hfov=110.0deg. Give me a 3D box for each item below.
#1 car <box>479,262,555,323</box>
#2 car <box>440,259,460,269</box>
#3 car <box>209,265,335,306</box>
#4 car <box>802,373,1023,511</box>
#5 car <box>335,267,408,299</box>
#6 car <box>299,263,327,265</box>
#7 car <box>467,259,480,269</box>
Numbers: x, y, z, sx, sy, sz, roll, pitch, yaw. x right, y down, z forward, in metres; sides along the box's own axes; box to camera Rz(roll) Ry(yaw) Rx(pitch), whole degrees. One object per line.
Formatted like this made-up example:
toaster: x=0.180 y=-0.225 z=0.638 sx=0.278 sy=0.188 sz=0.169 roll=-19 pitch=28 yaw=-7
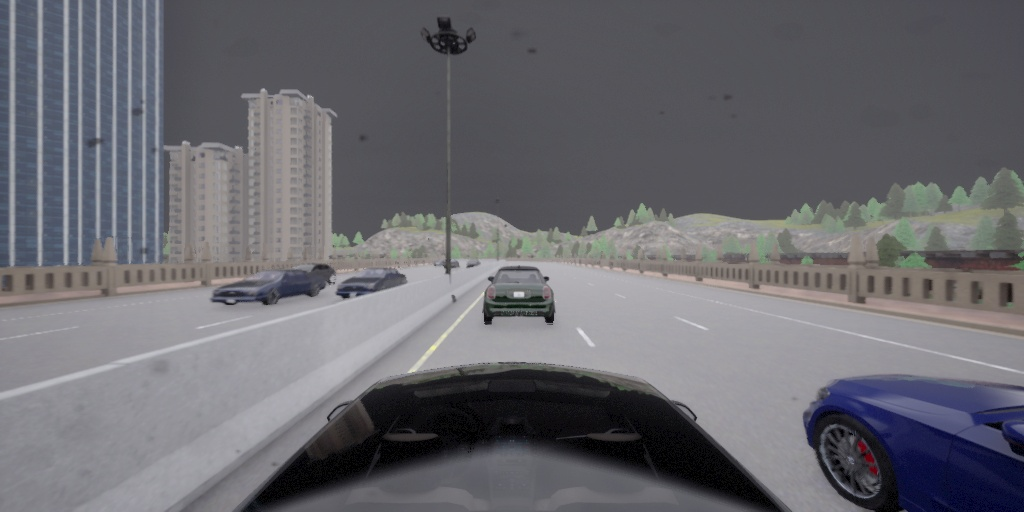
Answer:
car: x=0.225 y=1.106 z=12.224 sx=2.097 sy=1.767 sz=4.553 roll=0 pitch=0 yaw=1
car: x=-9.693 y=1.311 z=58.113 sx=2.033 sy=1.411 sz=5.357 roll=0 pitch=0 yaw=2
car: x=-10.429 y=1.293 z=16.004 sx=2.033 sy=1.411 sz=5.357 roll=0 pitch=0 yaw=1
car: x=3.620 y=1.279 z=1.360 sx=1.812 sy=1.442 sz=4.674 roll=0 pitch=0 yaw=0
car: x=-6.891 y=1.297 z=18.339 sx=2.033 sy=1.411 sz=5.357 roll=0 pitch=0 yaw=1
car: x=-13.792 y=1.251 z=24.364 sx=1.837 sy=1.490 sz=4.892 roll=0 pitch=0 yaw=1
car: x=-6.198 y=1.271 z=58.405 sx=1.837 sy=1.490 sz=4.892 roll=0 pitch=0 yaw=1
